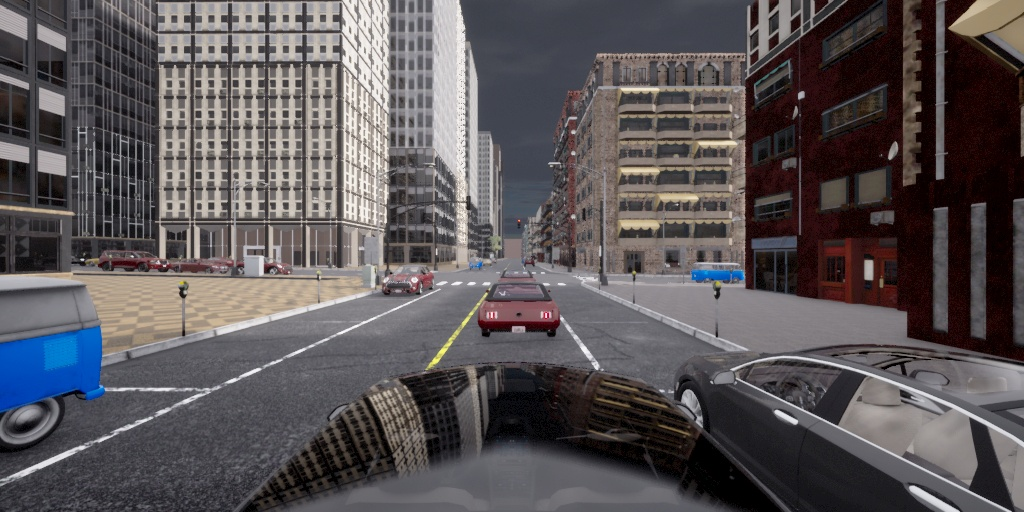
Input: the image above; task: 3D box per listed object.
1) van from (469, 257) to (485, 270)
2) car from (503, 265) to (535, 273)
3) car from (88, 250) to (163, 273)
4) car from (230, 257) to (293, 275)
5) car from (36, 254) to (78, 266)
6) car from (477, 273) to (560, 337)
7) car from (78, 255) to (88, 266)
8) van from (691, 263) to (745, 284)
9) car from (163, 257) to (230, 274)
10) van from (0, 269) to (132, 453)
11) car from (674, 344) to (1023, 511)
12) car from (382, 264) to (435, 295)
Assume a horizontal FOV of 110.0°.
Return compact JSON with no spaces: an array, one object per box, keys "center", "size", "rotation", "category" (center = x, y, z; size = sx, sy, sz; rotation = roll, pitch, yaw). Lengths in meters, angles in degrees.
[{"center":[-5.233,1.103,51.950],"size":[1.690,1.789,3.998],"rotation":[0,0,1],"category":"van"},{"center":[0.247,1.352,19.396],"size":[1.895,1.301,4.718],"rotation":[0,0,0],"category":"car"},{"center":[-32.036,0.482,30.463],"size":[5.009,1.841,2.192],"rotation":[0,0,0],"category":"car"},{"center":[-20.888,0.821,30.386],"size":[4.097,1.591,1.967],"rotation":[0,0,0],"category":"car"},{"center":[-48.770,0.398,38.959],"size":[4.313,1.339,1.948],"rotation":[0,0,0],"category":"car"},{"center":[0.176,1.351,10.226],"size":[1.895,1.301,4.718],"rotation":[0,0,1],"category":"car"},{"center":[-43.364,0.465,38.922],"size":[4.829,1.417,1.751],"rotation":[0,0,0],"category":"car"},{"center":[17.169,1.456,29.987],"size":[3.998,1.789,1.690],"rotation":[0,0,0],"category":"van"},{"center":[-26.462,0.856,30.424],"size":[4.207,1.307,1.802],"rotation":[0,0,0],"category":"car"},{"center":[-5.685,1.091,2.533],"size":[1.690,1.789,3.998],"rotation":[0,0,1],"category":"van"},{"center":[2.695,1.300,2.455],"size":[2.007,1.370,4.403],"rotation":[0,0,1],"category":"car"},{"center":[-5.531,1.191,19.478],"size":[1.967,1.591,4.097],"rotation":[0,0,1],"category":"car"}]
